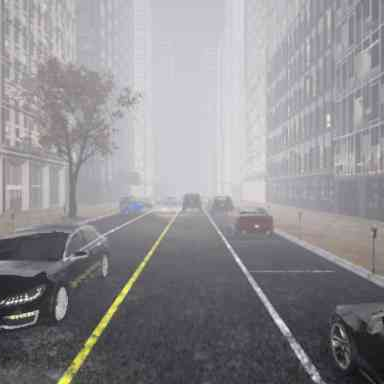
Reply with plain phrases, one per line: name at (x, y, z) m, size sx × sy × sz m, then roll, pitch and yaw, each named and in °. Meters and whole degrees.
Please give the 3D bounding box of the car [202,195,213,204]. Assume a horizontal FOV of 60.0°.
car at (2.689, 1.317, 59.806) m, size 1.752 × 1.417 × 4.829 m, roll 0°, pitch 0°, yaw 0°

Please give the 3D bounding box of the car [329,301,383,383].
car at (2.685, 1.558, 2.654) m, size 1.947 × 1.339 × 4.313 m, roll 0°, pitch 0°, yaw 0°

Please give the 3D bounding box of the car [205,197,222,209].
car at (2.687, 1.403, 42.541) m, size 1.887 × 1.381 × 4.507 m, roll 0°, pitch 0°, yaw 0°

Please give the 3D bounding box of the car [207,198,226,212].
car at (2.687, 1.404, 37.012) m, size 1.752 × 1.417 × 4.829 m, roll 0°, pitch 0°, yaw 0°

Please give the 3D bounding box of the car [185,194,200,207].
car at (0.016, 1.187, 48.644) m, size 2.097 × 1.767 × 4.553 m, roll 0°, pitch 0°, yaw 0°

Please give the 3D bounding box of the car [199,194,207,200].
car at (2.690, 1.258, 82.429) m, size 1.947 × 1.339 × 4.313 m, roll 0°, pitch 0°, yaw 0°

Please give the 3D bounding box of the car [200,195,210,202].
car at (2.689, 1.310, 71.033) m, size 1.947 × 1.339 × 4.313 m, roll 0°, pitch 0°, yaw 0°

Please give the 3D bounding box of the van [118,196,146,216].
van at (-5.695, 1.240, 31.149) m, size 1.690 × 1.788 × 3.998 m, roll 0°, pitch 0°, yaw 0°

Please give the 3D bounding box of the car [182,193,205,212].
car at (0.039, 1.101, 36.488) m, size 2.150 × 2.045 × 5.566 m, roll 0°, pitch 0°, yaw 1°

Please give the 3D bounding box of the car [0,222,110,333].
car at (-3.099, 1.483, 7.080) m, size 1.837 × 1.490 × 4.892 m, roll 0°, pitch 0°, yaw 0°

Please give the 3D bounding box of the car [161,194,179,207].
car at (-3.076, 1.363, 48.406) m, size 1.812 × 1.442 × 4.674 m, roll 0°, pitch 0°, yaw 0°

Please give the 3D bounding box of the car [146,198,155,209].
car at (-5.693, 1.410, 42.544) m, size 2.008 × 1.369 × 4.403 m, roll 0°, pitch 0°, yaw 0°

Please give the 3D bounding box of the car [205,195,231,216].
car at (2.686, 1.214, 31.144) m, size 2.192 × 1.841 × 5.009 m, roll 0°, pitch 0°, yaw 0°

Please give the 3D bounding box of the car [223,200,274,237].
car at (3.000, 1.422, 17.845) m, size 1.882 × 1.535 × 5.008 m, roll 0°, pitch 0°, yaw 0°
